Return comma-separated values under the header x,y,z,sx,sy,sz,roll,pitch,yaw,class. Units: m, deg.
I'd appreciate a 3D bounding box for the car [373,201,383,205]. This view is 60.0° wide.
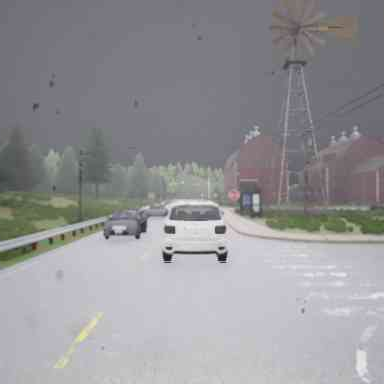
x,y,z,sx,sy,sz,roll,pitch,yaw,class
27.444,2.014,47.870,1.816,1.474,4.193,0,-1,0,car

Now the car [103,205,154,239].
x,y,z,sx,sy,sz,roll,pitch,yaw,class
-3.580,1.690,18.601,2.128,1.511,4.902,0,-1,-1,car

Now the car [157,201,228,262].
x,y,z,sx,sy,sz,roll,pitch,yaw,class
0.100,1.358,12.786,2.150,2.045,5.566,0,-1,0,car

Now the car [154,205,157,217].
x,y,z,sx,sy,sz,roll,pitch,yaw,class
-3.564,1.959,33.663,1.895,1.301,4.718,0,-1,0,car
